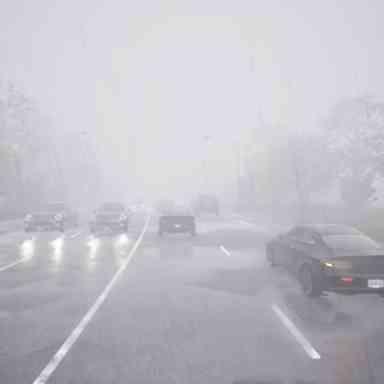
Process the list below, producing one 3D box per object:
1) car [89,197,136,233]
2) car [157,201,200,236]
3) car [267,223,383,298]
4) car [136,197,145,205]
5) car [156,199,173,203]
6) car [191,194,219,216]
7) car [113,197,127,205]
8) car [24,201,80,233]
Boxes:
[{"bbox_3d":[-4.732,1.365,19.928,2.097,1.767,4.553,0,0,-5],"label":"car"},{"bbox_3d":[-0.899,1.483,18.522,1.882,1.535,5.008,0,0,-5],"label":"car"},{"bbox_3d":[3.291,1.520,8.434,1.812,1.442,4.674,0,0,-3],"label":"car"},{"bbox_3d":[-9.615,1.628,61.200,1.895,1.301,4.718,0,0,-7],"label":"car"},{"bbox_3d":[-2.890,1.489,36.805,1.882,1.535,5.008,0,0,-7],"label":"car"},{"bbox_3d":[1.199,1.226,32.180,2.150,2.045,5.566,0,0,-7],"label":"car"},{"bbox_3d":[-13.099,1.595,60.799,1.994,1.385,4.181,0,0,-7],"label":"car"},{"bbox_3d":[-8.242,1.371,19.906,2.097,1.767,4.553,0,0,-5],"label":"car"}]
